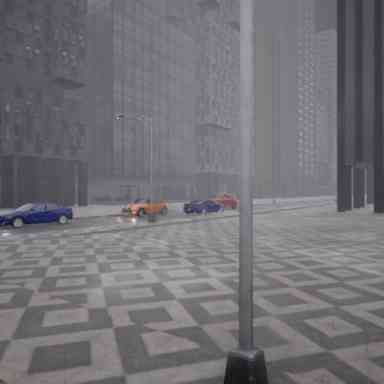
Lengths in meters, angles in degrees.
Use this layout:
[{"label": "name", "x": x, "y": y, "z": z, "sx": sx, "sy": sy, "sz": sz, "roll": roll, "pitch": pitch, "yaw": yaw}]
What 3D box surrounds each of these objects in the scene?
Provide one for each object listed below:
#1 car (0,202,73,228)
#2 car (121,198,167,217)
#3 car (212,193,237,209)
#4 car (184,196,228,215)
[{"label": "car", "x": -10.452, "y": 1.457, "z": 22.218, "sx": 1.882, "sy": 1.535, "sz": 5.008, "roll": 0, "pitch": 0, "yaw": 36}, {"label": "car", "x": -4.369, "y": 1.318, "z": 30.540, "sx": 2.097, "sy": 1.767, "sz": 4.553, "roll": 0, "pitch": 0, "yaw": 36}, {"label": "car", "x": 3.591, "y": 1.172, "z": 41.404, "sx": 2.150, "sy": 2.045, "sz": 5.566, "roll": 0, "pitch": 0, "yaw": 36}, {"label": "car", "x": 1.216, "y": 1.436, "z": 32.773, "sx": 1.882, "sy": 1.535, "sz": 5.008, "roll": 0, "pitch": 0, "yaw": 36}]
